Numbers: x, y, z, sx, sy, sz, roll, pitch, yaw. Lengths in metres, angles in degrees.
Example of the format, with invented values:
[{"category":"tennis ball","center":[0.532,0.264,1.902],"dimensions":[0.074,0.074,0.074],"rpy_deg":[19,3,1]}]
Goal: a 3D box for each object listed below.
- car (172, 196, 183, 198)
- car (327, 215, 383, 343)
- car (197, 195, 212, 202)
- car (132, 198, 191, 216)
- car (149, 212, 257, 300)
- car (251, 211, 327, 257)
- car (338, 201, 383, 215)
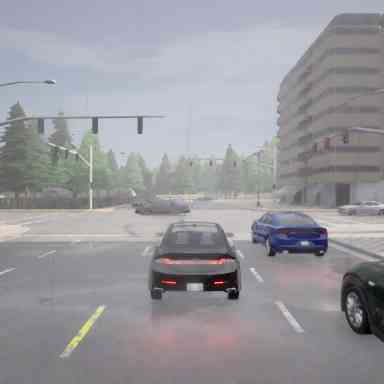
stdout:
[{"category":"car","center":[-3.165,1.525,69.280],"dimensions":[1.812,1.442,4.674],"rpy_deg":[0,0,23]},{"category":"car","center":[3.601,1.352,3.883],"dimensions":[2.097,1.767,4.553],"rpy_deg":[0,0,0]},{"category":"car","center":[3.037,1.524,79.327],"dimensions":[1.812,1.442,4.674],"rpy_deg":[0,0,38]},{"category":"car","center":[-2.781,1.577,31.994],"dimensions":[5.357,1.411,2.033],"rpy_deg":[0,0,0]},{"category":"car","center":[0.068,1.491,8.389],"dimensions":[2.128,1.511,4.902],"rpy_deg":[0,0,0]},{"category":"car","center":[3.588,1.478,13.034],"dimensions":[1.882,1.535,5.008],"rpy_deg":[0,0,0]},{"category":"car","center":[16.545,1.581,32.045],"dimensions":[4.674,1.442,1.812],"rpy_deg":[0,0,-1]}]
